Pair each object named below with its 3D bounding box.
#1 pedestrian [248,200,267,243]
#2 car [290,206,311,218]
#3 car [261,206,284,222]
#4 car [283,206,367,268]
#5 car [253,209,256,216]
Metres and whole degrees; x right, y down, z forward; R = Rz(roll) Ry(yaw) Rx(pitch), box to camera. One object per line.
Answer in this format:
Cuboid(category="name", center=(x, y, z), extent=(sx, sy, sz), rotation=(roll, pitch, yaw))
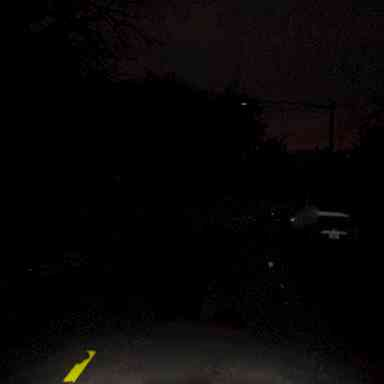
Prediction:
Cuboid(category="pedestrian", center=(2.685, 1.188, 13.525), extent=(0.375, 1.860, 0.375), rotation=(5, -2, -3))
Cuboid(category="car", center=(14.813, 2.730, 45.228), extent=(1.837, 1.490, 4.892), rotation=(2, -3, 28))
Cuboid(category="car", center=(8.135, 2.066, 31.839), extent=(1.994, 1.385, 4.181), rotation=(2, -2, 25))
Cuboid(category="car", center=(4.397, 1.385, 11.316), extent=(1.970, 1.475, 3.806), rotation=(2, 0, 10))
Cuboid(category="car", center=(9.104, 2.424, 41.069), extent=(1.895, 1.301, 4.718), rotation=(2, -2, 28))
